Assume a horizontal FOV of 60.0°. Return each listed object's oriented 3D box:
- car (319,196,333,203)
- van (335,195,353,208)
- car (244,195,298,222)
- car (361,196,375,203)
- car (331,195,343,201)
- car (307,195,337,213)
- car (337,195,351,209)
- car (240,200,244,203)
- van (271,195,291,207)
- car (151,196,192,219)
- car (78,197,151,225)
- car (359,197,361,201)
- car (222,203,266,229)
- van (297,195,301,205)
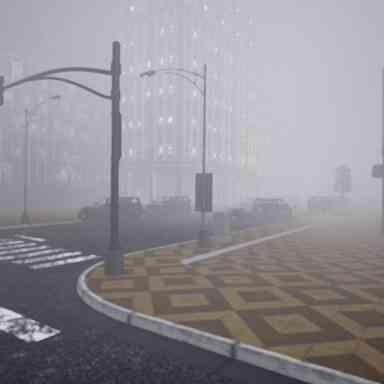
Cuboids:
[{"bbox_3d":[29.687,1.602,73.657,1.802,1.307,4.206,1,1,35],"label":"car"},{"bbox_3d":[23.308,1.461,50.989,1.690,1.788,3.998,1,1,35],"label":"van"},{"bbox_3d":[6.555,1.401,27.082,2.192,1.841,5.009,1,1,35],"label":"car"},{"bbox_3d":[39.325,1.589,73.634,1.967,1.590,4.097,1,1,35],"label":"car"},{"bbox_3d":[35.997,1.556,82.575,1.752,1.417,4.829,1,1,35],"label":"car"},{"bbox_3d":[15.126,1.419,39.332,2.192,1.841,5.009,1,1,35],"label":"car"},{"bbox_3d":[20.104,1.428,46.460,2.192,1.841,5.009,1,1,35],"label":"car"},{"bbox_3d":[7.505,1.416,42.408,1.967,1.590,4.097,1,1,35],"label":"car"},{"bbox_3d":[13.671,1.331,51.011,1.690,1.788,3.998,1,1,35],"label":"van"},{"bbox_3d":[-2.000,1.269,29.082,2.192,1.841,5.009,1,1,35],"label":"car"},{"bbox_3d":[-5.656,1.261,23.913,2.192,1.841,5.009,1,1,35],"label":"car"},{"bbox_3d":[43.778,1.645,84.370,2.128,1.511,4.902,1,1,35],"label":"car"},{"bbox_3d":[3.064,1.660,22.154,1.802,1.307,4.206,1,1,35],"label":"car"},{"bbox_3d":[16.875,1.337,55.540,1.690,1.788,3.998,1,1,35],"label":"van"}]
